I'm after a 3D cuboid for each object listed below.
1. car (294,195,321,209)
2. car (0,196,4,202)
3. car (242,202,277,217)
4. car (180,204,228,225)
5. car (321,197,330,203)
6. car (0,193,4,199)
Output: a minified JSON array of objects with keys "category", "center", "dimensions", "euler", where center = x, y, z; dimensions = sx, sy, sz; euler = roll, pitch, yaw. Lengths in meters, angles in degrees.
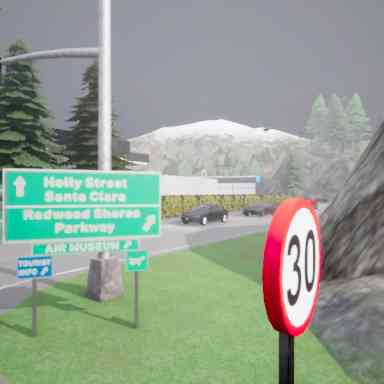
[{"category":"car","center":[15.523,1.413,45.666],"dimensions":[2.150,2.045,5.566],"euler":[0,0,36]},{"category":"car","center":[-12.360,1.495,26.044],"dimensions":[1.905,1.878,3.866],"euler":[0,0,35]},{"category":"car","center":[7.121,1.734,34.250],"dimensions":[2.033,1.411,5.357],"euler":[0,0,36]},{"category":"car","center":[1.066,1.691,25.929],"dimensions":[1.837,1.490,4.892],"euler":[0,0,36]},{"category":"car","center":[28.281,1.779,74.896],"dimensions":[1.895,1.301,4.718],"euler":[0,0,-42]},{"category":"car","center":[-38.569,1.463,69.983],"dimensions":[4.514,1.523,2.007],"euler":[0,0,35]}]
